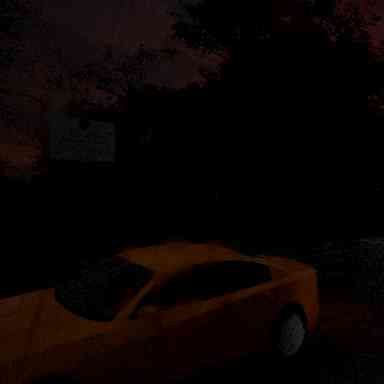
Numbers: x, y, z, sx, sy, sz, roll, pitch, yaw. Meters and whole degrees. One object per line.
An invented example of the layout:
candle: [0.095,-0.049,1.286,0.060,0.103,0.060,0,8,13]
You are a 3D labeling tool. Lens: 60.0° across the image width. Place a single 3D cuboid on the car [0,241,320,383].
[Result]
car: [-0.397,1.478,4.322,5.008,1.535,1.882,0,0,-36]
